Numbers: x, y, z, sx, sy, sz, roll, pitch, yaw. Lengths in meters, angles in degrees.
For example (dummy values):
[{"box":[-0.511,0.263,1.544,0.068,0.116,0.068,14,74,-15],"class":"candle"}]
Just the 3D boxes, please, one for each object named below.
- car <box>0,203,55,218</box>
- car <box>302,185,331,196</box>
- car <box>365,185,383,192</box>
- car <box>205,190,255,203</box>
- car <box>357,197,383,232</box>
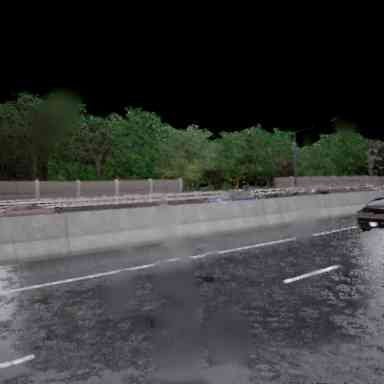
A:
[{"box":[-11.226,1.448,21.781,4.181,1.385,1.994,-3,1,-36],"class":"car"},{"box":[17.363,-0.213,46.479,4.553,1.767,2.097,-3,2,-35],"class":"car"},{"box":[27.458,-0.368,49.369,4.181,1.385,1.994,-2,1,-35],"class":"car"},{"box":[3.191,0.672,27.779,4.553,1.767,2.097,-3,2,-35],"class":"car"},{"box":[9.153,0.929,14.590,4.892,1.490,1.837,-3,2,-36],"class":"car"}]
